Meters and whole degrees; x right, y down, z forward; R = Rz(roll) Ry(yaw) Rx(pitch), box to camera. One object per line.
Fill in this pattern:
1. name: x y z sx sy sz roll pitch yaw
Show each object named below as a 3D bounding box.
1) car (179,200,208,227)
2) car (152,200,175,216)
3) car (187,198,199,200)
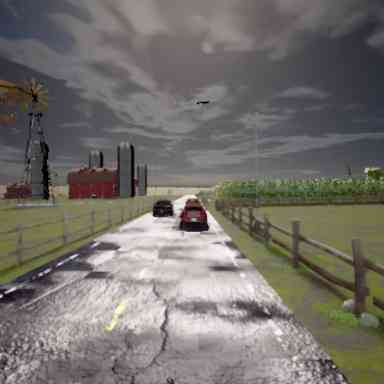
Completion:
1. car: 0.116 1.537 22.776 1.812 1.442 4.674 0 0 0
2. car: -2.747 1.496 32.803 1.882 1.535 5.008 0 0 0
3. car: 0.114 1.504 40.765 1.882 1.535 5.008 0 0 0
